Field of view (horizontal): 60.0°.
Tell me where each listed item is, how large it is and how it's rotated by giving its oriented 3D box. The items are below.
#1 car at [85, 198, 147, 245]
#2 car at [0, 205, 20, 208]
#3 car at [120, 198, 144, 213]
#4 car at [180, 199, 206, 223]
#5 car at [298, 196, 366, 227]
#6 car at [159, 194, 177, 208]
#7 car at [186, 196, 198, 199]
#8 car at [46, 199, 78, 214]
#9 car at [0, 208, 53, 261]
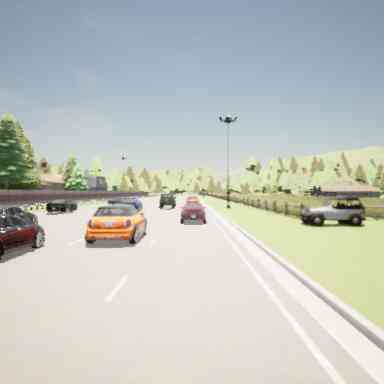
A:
[{"bbox_3d":[-3.401,1.358,15.741,2.097,1.767,4.553,0,0,0],"label":"car"},{"bbox_3d":[-10.401,1.512,18.497,1.837,1.490,4.892,0,0,0],"label":"car"},{"bbox_3d":[-6.901,1.492,38.563,1.882,1.535,5.008,0,0,0],"label":"car"},{"bbox_3d":[0.101,1.535,25.495,1.812,1.442,4.674,0,0,0],"label":"car"},{"bbox_3d":[8.921,1.221,21.092,3.866,1.878,1.905,0,0,0],"label":"car"},{"bbox_3d":[-3.400,1.239,47.406,2.150,2.045,5.566,0,0,0],"label":"car"},{"bbox_3d":[0.099,1.371,50.024,2.097,1.767,4.553,0,0,0],"label":"car"},{"bbox_3d":[-13.900,1.491,35.889,1.882,1.535,5.008,0,0,0],"label":"car"},{"bbox_3d":[-6.901,1.509,11.604,1.837,1.490,4.892,0,0,0],"label":"car"}]
